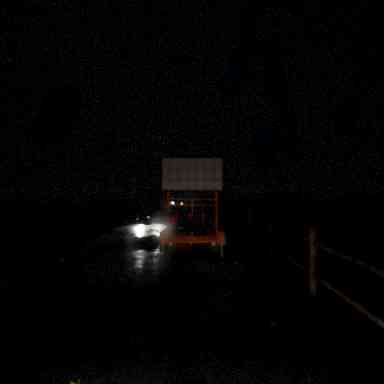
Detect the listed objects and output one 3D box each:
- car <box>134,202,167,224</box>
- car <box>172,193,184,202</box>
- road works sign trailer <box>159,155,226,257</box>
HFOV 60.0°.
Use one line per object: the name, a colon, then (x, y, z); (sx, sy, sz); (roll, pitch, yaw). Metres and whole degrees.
car: (-2.827, 1.429, 23.545); (1.994, 1.385, 4.181); (0, 0, 0)
car: (-2.716, 1.009, 64.283); (2.097, 1.767, 4.553); (0, 0, 1)
road works sign trailer: (0.013, 0.390, 12.588); (2.380, 3.560, 2.880); (0, 0, 0)
